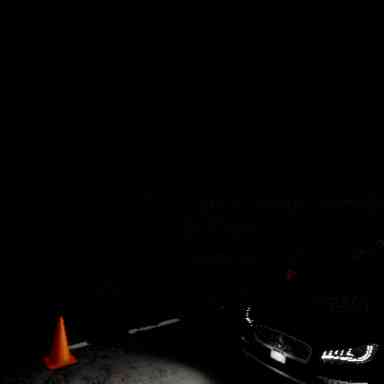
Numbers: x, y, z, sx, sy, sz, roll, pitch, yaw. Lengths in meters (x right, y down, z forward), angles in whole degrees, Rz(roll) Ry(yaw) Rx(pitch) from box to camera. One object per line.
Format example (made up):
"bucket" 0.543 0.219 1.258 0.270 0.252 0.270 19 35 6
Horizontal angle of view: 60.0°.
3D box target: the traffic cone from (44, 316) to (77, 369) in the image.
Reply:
"traffic cone" -1.760 1.964 4.451 0.340 0.580 0.340 1 0 -36

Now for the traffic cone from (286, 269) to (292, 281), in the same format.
"traffic cone" 2.172 2.026 7.417 0.340 0.580 0.340 1 0 -38

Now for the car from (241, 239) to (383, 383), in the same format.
"car" 2.857 1.568 5.112 4.892 1.490 1.837 1 0 -38
